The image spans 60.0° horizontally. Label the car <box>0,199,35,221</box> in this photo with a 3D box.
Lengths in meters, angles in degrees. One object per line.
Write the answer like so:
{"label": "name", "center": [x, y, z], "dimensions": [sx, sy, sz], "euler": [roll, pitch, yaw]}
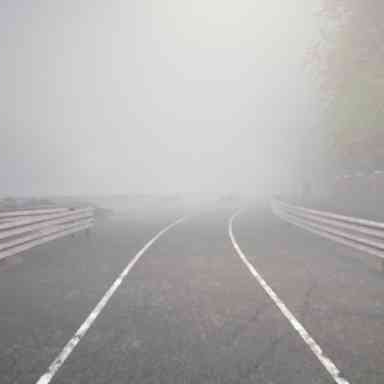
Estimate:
{"label": "car", "center": [-10.703, 1.248, 23.658], "dimensions": [1.837, 1.490, 4.892], "euler": [0, 1, 26]}

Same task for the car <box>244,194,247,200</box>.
{"label": "car", "center": [9.297, 0.810, 64.535], "dimensions": [1.994, 1.385, 4.181], "euler": [0, 1, 26]}

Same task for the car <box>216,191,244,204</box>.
{"label": "car", "center": [5.441, 0.908, 48.763], "dimensions": [2.128, 1.511, 4.902], "euler": [0, 1, 26]}

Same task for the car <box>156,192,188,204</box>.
{"label": "car", "center": [-2.828, 0.978, 47.805], "dimensions": [1.837, 1.490, 4.892], "euler": [0, 1, 26]}

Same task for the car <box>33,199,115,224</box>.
{"label": "car", "center": [-7.490, 1.300, 22.258], "dimensions": [2.033, 1.411, 5.357], "euler": [1, 0, 26]}

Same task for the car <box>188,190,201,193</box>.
{"label": "car", "center": [0.539, 0.522, 78.435], "dimensions": [2.097, 1.767, 4.553], "euler": [0, 1, 26]}

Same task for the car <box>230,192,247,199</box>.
{"label": "car", "center": [10.546, 0.683, 74.989], "dimensions": [2.033, 1.411, 5.357], "euler": [0, 1, 26]}

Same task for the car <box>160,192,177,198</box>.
{"label": "car", "center": [-5.766, 0.769, 81.475], "dimensions": [1.895, 1.301, 4.718], "euler": [0, 1, 26]}

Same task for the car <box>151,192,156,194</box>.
{"label": "car", "center": [-9.030, 0.720, 82.771], "dimensions": [2.033, 1.411, 5.357], "euler": [0, 1, 26]}

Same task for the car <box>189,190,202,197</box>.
{"label": "car", "center": [1.069, 0.360, 95.361], "dimensions": [2.097, 1.767, 4.553], "euler": [0, 1, 26]}

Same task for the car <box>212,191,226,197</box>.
{"label": "car", "center": [7.520, 0.519, 92.616], "dimensions": [2.128, 1.511, 4.902], "euler": [0, 1, 26]}
